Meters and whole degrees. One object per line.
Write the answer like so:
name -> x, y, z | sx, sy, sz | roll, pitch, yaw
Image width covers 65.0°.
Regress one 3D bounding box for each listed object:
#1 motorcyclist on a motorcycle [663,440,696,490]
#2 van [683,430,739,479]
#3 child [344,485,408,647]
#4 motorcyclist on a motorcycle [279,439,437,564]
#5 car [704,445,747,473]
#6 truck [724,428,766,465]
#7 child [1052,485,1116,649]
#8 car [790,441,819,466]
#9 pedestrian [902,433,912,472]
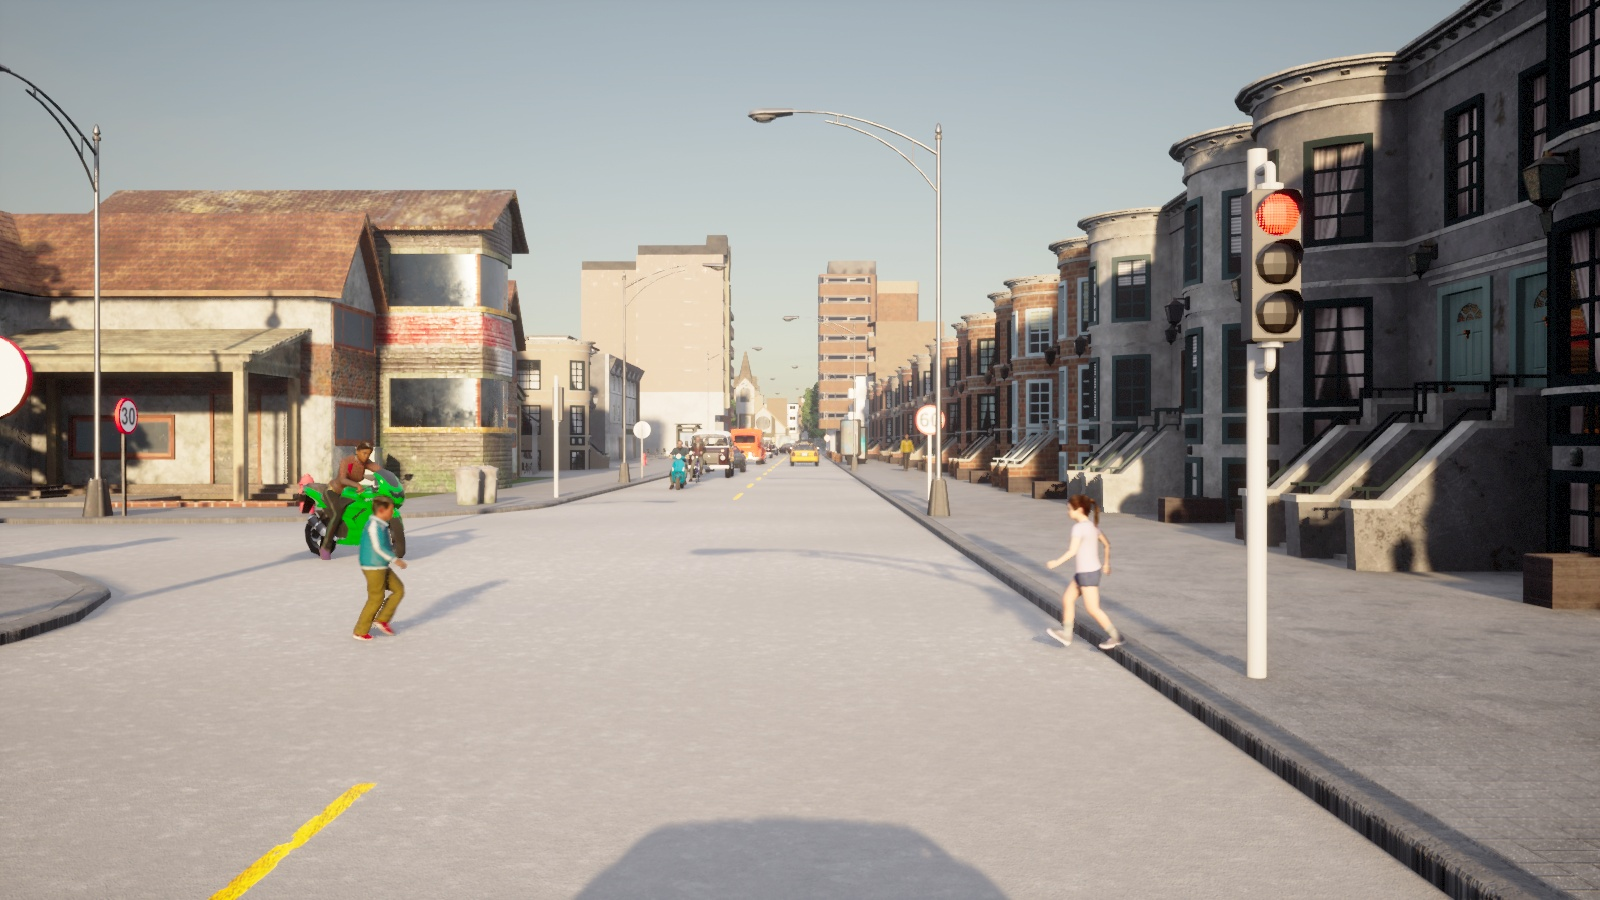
motorcyclist on a motorcycle -> -3.856, 0.469, 40.343 | 0.866, 1.590, 1.817 | 0, 0, 0
van -> -3.807, 0.160, 54.387 | 2.069, 2.038, 4.480 | 0, 0, 0
child -> -3.225, 0.866, 9.562 | 0.448, 1.192, 0.343 | 0, 0, -18
motorcyclist on a motorcycle -> -5.698, 0.634, 16.150 | 2.044, 1.523, 0.797 | 0, 0, 31
car -> -3.775, 0.444, 64.332 | 1.994, 1.385, 4.181 | 0, 0, 0
truck -> -3.690, -0.228, 85.930 | 2.627, 2.467, 5.204 | 0, 0, 0
child -> 1.989, 0.806, 8.791 | 0.394, 1.110, 0.255 | 0, 0, 22
car -> 0.293, 0.226, 81.491 | 1.801, 1.575, 5.366 | 0, 0, 0
pedestrian -> 5.119, 0.120, 60.229 | 0.431, 1.840, 0.709 | 0, 0, 0
